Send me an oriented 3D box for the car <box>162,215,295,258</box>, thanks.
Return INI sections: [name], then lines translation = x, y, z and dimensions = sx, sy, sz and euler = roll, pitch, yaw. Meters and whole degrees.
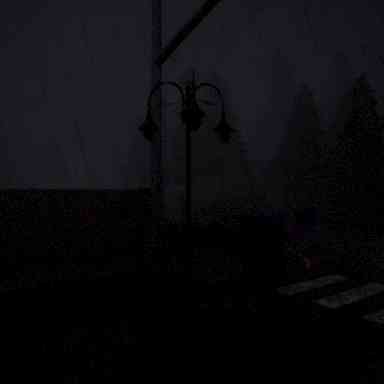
[car]
translation = 1.152, 1.466, 11.965
dimensions = 4.718, 1.301, 1.895
euler = 0, 0, 24
